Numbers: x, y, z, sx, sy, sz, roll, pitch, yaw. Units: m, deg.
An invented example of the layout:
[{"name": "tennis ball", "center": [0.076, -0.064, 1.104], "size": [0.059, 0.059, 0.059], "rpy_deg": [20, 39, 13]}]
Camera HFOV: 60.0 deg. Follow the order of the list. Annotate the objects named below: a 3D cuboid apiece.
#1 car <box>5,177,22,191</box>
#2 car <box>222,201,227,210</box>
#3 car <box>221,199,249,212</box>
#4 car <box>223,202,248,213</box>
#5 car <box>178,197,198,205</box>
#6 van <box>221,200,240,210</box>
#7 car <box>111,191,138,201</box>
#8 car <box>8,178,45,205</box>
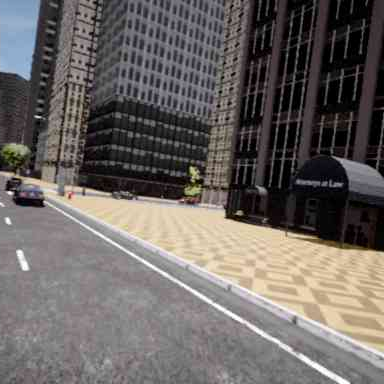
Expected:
[{"name": "car", "center": [-19.686, -0.871, 37.246], "size": [1.837, 1.490, 4.892], "rpy_deg": [7, 1, -28]}, {"name": "car", "center": [8.313, 3.181, 64.384], "size": [4.313, 1.339, 1.947], "rpy_deg": [8, 0, -32]}, {"name": "car", "center": [9.348, 2.925, 71.729], "size": [5.566, 2.045, 2.150], "rpy_deg": [8, 0, -32]}, {"name": "car", "center": [8.836, 3.137, 67.878], "size": [4.892, 1.490, 1.837], "rpy_deg": [8, 0, -32]}, {"name": "car", "center": [-0.816, 1.743, 68.459], "size": [4.097, 1.590, 1.967], "rpy_deg": [8, 0, -32]}, {"name": "van", "center": [8.648, 2.930, 74.487], "size": [3.998, 1.788, 1.690], "rpy_deg": [8, 0, -32]}, {"name": "car", "center": [-10.521, 0.604, 52.218], "size": [4.403, 1.369, 2.008], "rpy_deg": [8, 0, -32]}, {"name": "car", "center": [-12.096, 0.085, 24.639], "size": [2.033, 1.411, 5.357], "rpy_deg": [7, 0, -31]}]
